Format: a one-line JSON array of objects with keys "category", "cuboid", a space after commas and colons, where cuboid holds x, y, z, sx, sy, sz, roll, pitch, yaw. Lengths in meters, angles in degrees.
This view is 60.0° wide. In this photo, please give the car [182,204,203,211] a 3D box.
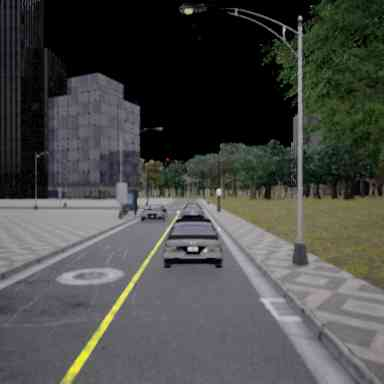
[{"category": "car", "cuboid": [0.068, 1.720, 29.597, 1.994, 1.385, 4.181, 0, 0, 0]}]

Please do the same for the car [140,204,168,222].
[{"category": "car", "cuboid": [-3.074, 1.712, 27.725, 1.994, 1.385, 4.181, 0, 0, 0]}]

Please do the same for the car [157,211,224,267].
[{"category": "car", "cuboid": [0.046, 1.612, 11.579, 2.033, 1.411, 5.357, 0, 0, 0]}]
